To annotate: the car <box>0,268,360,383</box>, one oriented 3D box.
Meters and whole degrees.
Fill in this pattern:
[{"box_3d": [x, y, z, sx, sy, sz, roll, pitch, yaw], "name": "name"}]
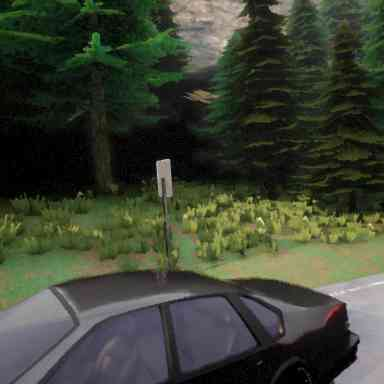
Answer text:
[{"box_3d": [-0.666, 1.540, 3.061, 5.357, 1.411, 2.033, -1, 0, -33], "name": "car"}]
